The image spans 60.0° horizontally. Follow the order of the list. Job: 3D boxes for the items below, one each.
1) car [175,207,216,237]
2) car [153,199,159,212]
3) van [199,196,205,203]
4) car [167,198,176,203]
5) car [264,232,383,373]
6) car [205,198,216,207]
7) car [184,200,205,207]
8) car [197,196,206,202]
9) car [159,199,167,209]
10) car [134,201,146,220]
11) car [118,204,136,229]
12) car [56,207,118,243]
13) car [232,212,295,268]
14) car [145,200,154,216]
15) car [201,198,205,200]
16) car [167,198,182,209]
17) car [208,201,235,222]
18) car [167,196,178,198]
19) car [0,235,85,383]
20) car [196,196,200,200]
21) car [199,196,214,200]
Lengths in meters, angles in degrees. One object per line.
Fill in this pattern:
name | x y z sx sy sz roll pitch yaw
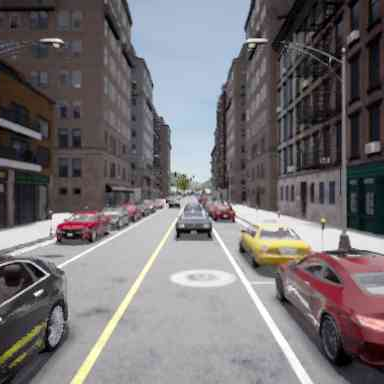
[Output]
car | 0.097 1.738 18.794 1.895 1.301 4.718 0 0 0
car | -5.396 1.728 39.687 1.967 1.590 4.097 0 0 0
van | 2.675 1.979 89.117 1.690 1.788 3.998 0 0 0
car | -5.433 2.204 89.113 1.947 1.339 4.313 0 0 0
car | 2.636 1.624 5.595 1.802 1.307 4.206 0 0 0
car | 2.630 1.687 34.008 1.967 1.590 4.097 0 0 0
car | 0.094 1.825 36.063 1.994 1.385 4.181 0 0 0
car | 2.669 1.992 94.621 2.192 1.841 5.009 0 0 0
car | -5.398 1.809 51.052 1.967 1.590 4.097 0 0 0
car | -5.394 1.751 28.323 1.887 1.381 4.507 0 0 0
car | -5.392 1.716 22.640 2.008 1.369 4.403 0 0 0
car | -5.391 1.669 16.958 1.887 1.381 4.507 0 0 0
car | 2.635 1.610 11.448 1.752 1.417 4.829 0 0 0
car | -5.395 1.813 34.005 1.947 1.339 4.313 0 0 0
car | 2.628 1.879 45.371 2.008 1.369 4.403 0 0 0
car | -2.774 1.989 53.801 1.895 1.301 4.718 0 0 0
car | 2.632 1.751 28.324 1.887 1.381 4.507 0 0 0
car | -5.435 1.914 83.611 2.192 1.841 5.009 0 0 0
car | -2.851 1.530 3.397 1.837 1.490 4.892 0 0 0
car | 2.686 1.875 78.110 2.192 1.841 5.009 0 0 0
car | 2.627 1.684 51.055 2.192 1.841 5.009 0 0 0
